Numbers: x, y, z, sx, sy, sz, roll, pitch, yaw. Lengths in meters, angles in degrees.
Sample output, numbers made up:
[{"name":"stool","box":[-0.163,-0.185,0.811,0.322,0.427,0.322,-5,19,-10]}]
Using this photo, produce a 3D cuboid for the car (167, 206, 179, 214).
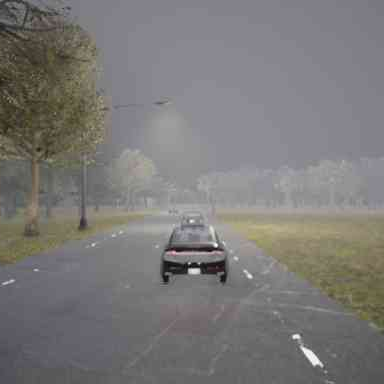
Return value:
[{"name":"car","box":[-3.576,3.465,63.508,1.837,1.490,4.892,0,-2,0]}]

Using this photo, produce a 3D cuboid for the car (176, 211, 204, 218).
[{"name":"car","box":[0.050,2.306,27.390,2.033,1.411,5.357,-2,-1,0]}]

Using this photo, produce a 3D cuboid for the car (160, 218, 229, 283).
[{"name":"car","box":[0.065,1.832,10.736,2.128,1.511,4.902,0,-2,0]}]
